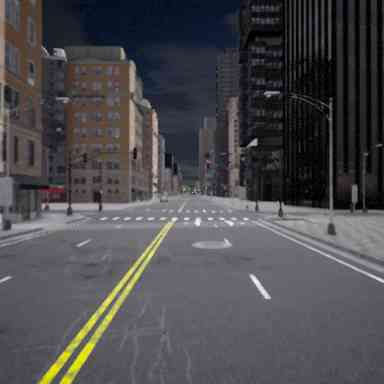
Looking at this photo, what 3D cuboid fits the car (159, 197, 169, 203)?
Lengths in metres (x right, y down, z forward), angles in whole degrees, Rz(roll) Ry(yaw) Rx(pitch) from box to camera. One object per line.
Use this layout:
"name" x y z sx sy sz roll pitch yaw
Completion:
"car" -6.474 1.826 77.079 1.812 1.442 4.674 0 0 0
